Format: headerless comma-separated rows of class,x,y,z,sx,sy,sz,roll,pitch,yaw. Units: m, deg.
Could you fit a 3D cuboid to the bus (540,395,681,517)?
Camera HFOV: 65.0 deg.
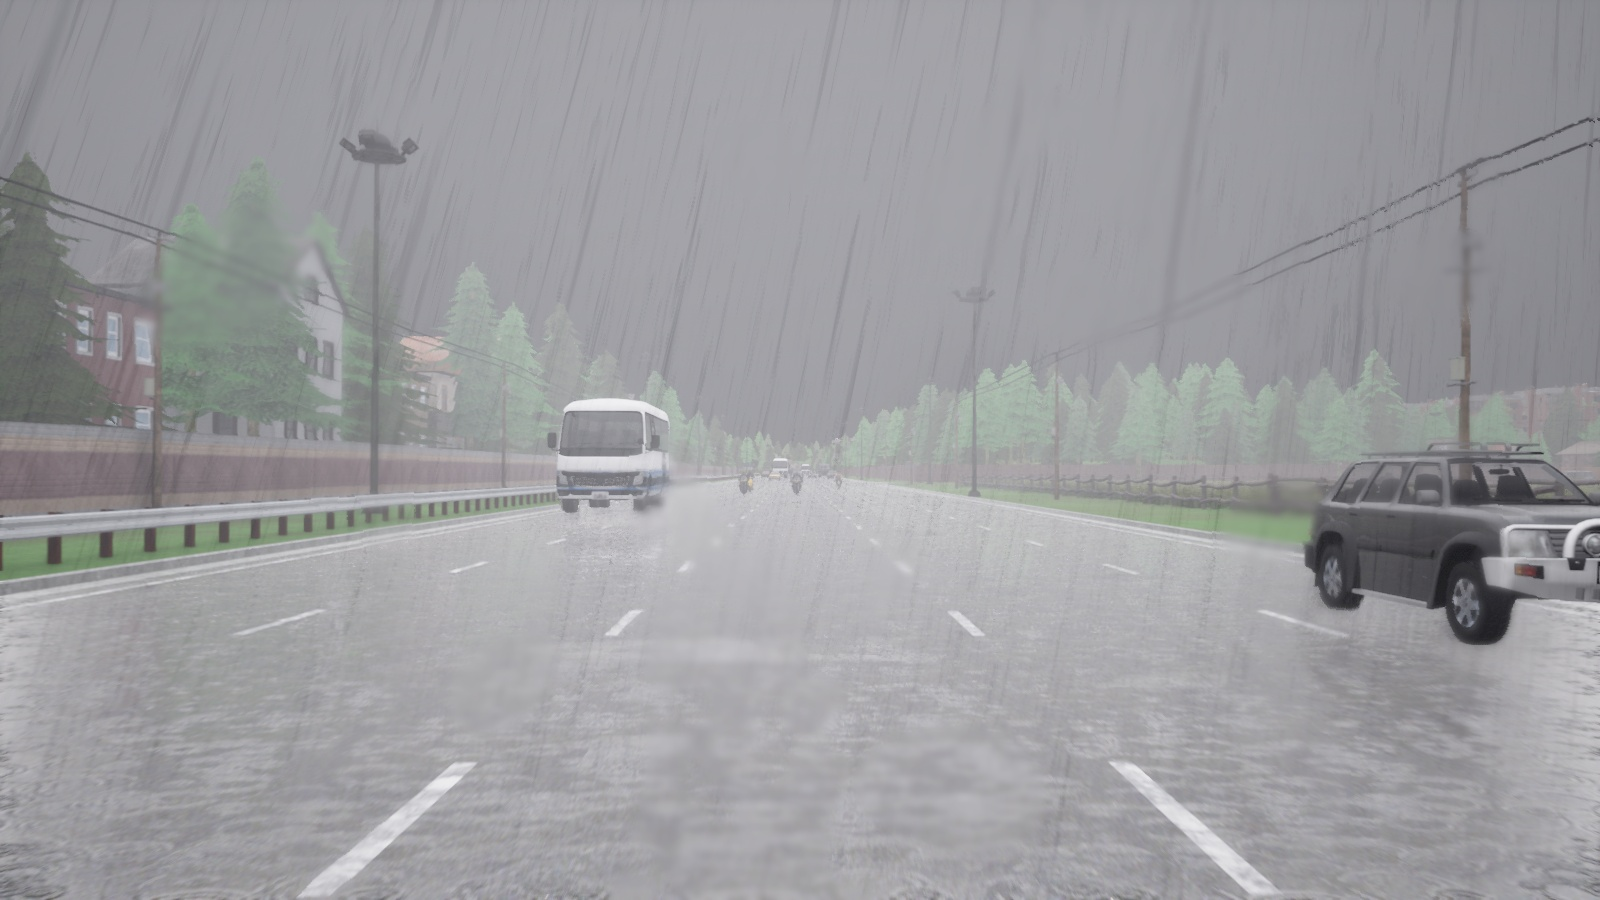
bus,-7.123,0.288,49.095,3.944,4.253,10.273,0,-1,0

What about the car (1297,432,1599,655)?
car,6.968,0.818,12.820,1.932,1.855,4.605,0,-1,0
